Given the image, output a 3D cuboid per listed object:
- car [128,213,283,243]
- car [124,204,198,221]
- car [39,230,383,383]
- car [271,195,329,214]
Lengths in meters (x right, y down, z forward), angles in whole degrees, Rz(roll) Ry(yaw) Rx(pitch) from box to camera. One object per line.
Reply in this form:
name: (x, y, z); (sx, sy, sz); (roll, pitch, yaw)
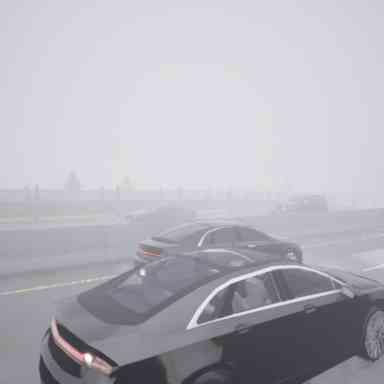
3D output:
car: (0.888, 1.506, 8.676); (4.892, 1.490, 1.837); (0, 0, -35)
car: (-2.098, 1.551, 23.938); (5.357, 1.411, 2.033); (0, 0, -35)
car: (0.729, 1.492, 4.263); (4.902, 1.511, 2.128); (0, 0, -36)
car: (9.040, 1.233, 27.540); (5.566, 2.045, 2.150); (1, 0, -35)
